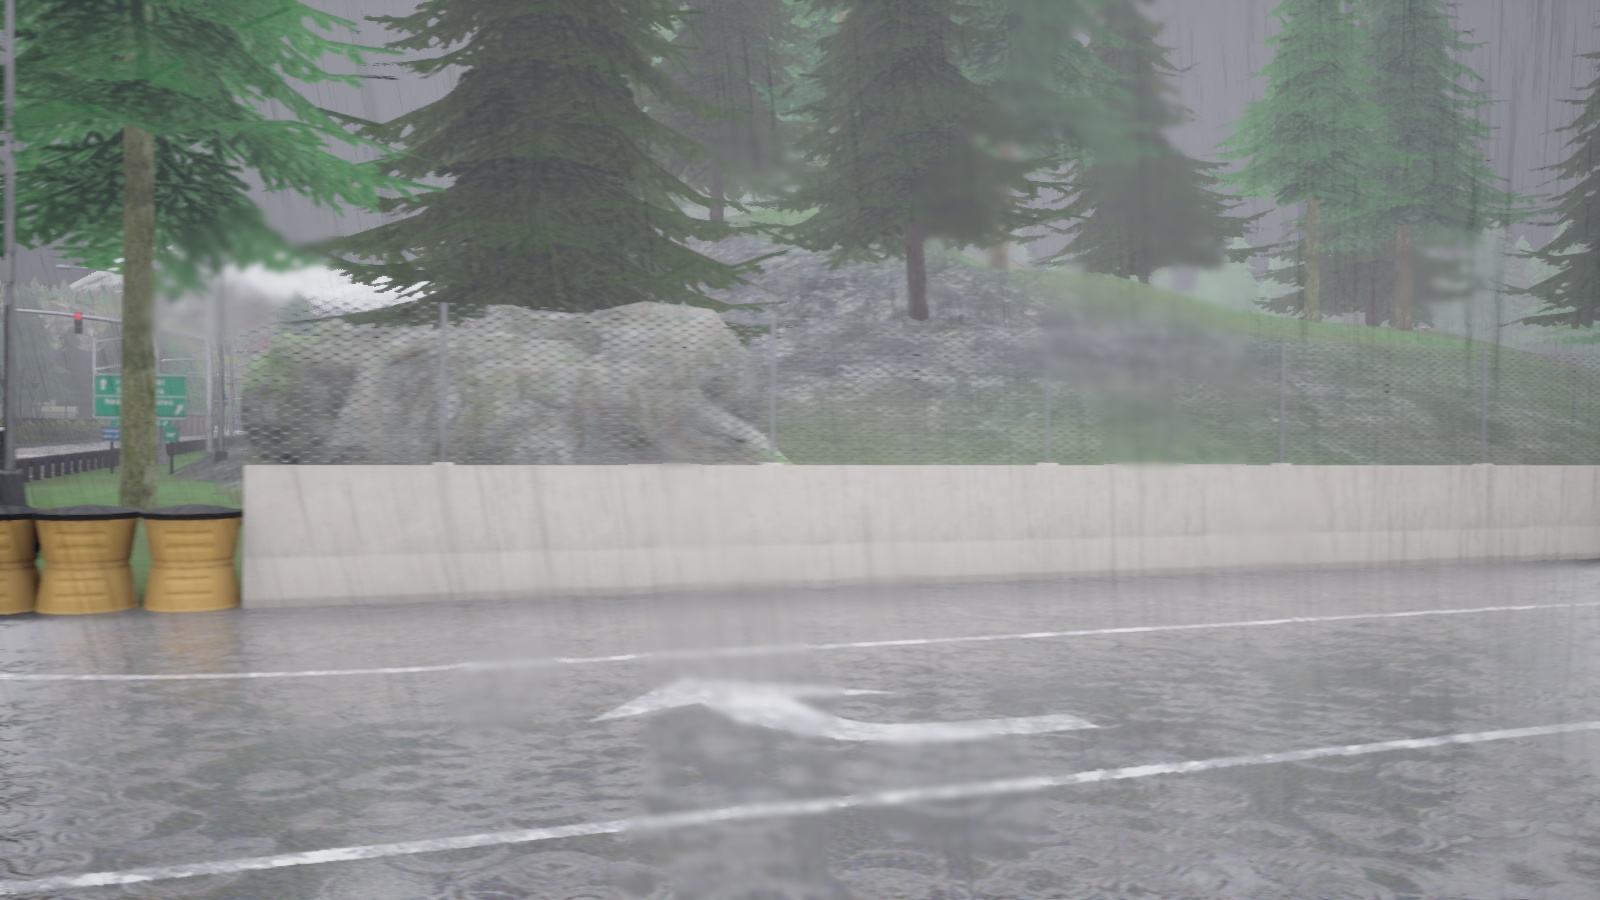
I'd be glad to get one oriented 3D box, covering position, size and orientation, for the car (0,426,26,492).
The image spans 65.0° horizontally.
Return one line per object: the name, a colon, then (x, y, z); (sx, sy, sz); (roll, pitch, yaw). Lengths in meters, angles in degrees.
car: (-20.771, 0.217, 31.196); (1.851, 1.617, 3.988); (-1, 1, -20)
